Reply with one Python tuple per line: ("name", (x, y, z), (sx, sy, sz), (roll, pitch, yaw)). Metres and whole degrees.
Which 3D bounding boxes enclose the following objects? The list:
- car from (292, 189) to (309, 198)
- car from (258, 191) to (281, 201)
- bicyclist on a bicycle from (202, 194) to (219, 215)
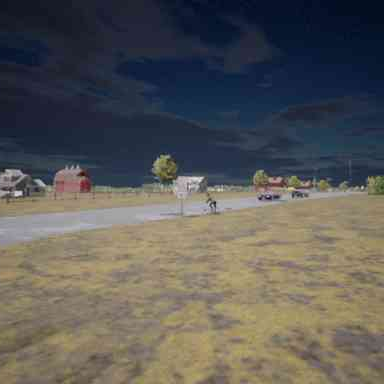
("car", (18.825, 0.219, 57.829), (1.837, 1.490, 4.892), (1, 2, 35))
("car", (10.984, 0.576, 46.760), (1.895, 1.301, 4.718), (1, 2, 34))
("bicyclist on a bicycle", (1.452, 0.993, 26.566), (1.656, 1.620, 0.582), (0, 1, 35))
